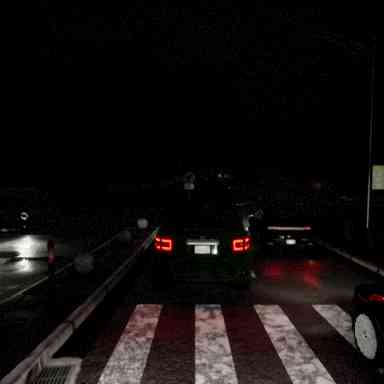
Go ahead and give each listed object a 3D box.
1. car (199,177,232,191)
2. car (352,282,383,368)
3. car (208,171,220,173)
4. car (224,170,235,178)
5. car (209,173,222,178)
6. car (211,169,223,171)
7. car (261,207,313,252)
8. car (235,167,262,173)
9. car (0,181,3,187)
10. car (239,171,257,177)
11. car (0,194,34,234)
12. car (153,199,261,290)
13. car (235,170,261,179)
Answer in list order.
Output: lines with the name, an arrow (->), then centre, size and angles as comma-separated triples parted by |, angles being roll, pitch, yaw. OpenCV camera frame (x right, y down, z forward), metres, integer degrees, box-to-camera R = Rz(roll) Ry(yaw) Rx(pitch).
car -> 3.246, -0.965, 47.993 | 4.892, 1.490, 1.837 | 3, 3, 34
car -> 3.168, 1.475, 2.712 | 1.882, 1.535, 5.008 | 0, 0, 1
car -> 5.100, -3.485, 76.553 | 1.882, 1.535, 5.008 | 1, 5, 9
car -> 8.932, -3.923, 81.614 | 1.812, 1.442, 4.674 | 1, 5, 10
car -> 4.513, -2.517, 66.376 | 1.837, 1.490, 4.892 | 0, 5, 2
car -> 6.735, -4.421, 86.438 | 1.882, 1.535, 5.008 | 1, 6, 10
car -> 3.435, 1.371, 13.549 | 2.128, 1.511, 4.902 | 0, 2, 3
car -> 15.150, -4.950, 89.044 | 5.566, 2.045, 2.435 | 1, 6, 10
car -> -34.221, -1.533, 56.969 | 5.008, 1.535, 1.882 | 1, 4, 40
car -> 15.584, -4.931, 91.752 | 4.792, 1.488, 2.163 | 1, 6, 11
car -> -9.438, 1.073, 17.269 | 2.097, 1.767, 4.553 | -2, 4, -23
car -> 0.266, 1.193, 9.195 | 2.150, 2.045, 5.566 | 0, 1, 1
car -> 13.675, -3.926, 80.981 | 4.892, 1.521, 2.231 | 1, 5, 10
